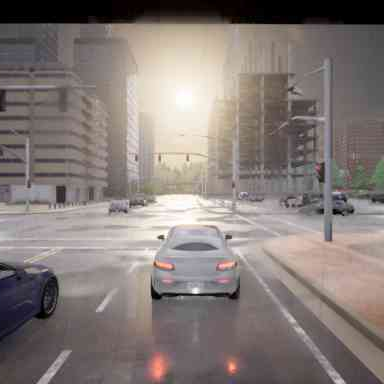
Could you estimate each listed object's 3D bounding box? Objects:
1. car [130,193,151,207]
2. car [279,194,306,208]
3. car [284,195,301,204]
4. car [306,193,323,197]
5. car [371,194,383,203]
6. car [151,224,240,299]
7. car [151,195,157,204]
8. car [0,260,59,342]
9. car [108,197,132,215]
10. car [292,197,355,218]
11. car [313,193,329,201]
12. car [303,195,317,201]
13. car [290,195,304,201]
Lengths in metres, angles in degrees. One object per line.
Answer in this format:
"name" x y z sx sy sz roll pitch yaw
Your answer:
"car" -8.124 1.211 50.624 2.150 2.045 5.566 0 1 0
"car" 13.071 1.152 44.347 1.932 1.855 4.605 0 0 0
"car" 18.591 1.394 61.785 1.970 1.475 3.806 0 0 0
"car" 15.966 1.155 44.306 1.905 1.878 3.866 0 0 0
"car" 35.487 1.152 61.954 1.932 1.855 4.605 0 0 0
"car" 0.072 1.526 8.303 1.812 1.442 4.674 0 0 0
"car" -8.187 1.351 65.693 2.097 1.767 4.553 0 0 0
"car" -3.441 1.526 4.429 1.812 1.442 4.674 0 0 0
"car" -7.583 1.525 34.734 1.812 1.442 4.674 0 0 -7
"car" 12.101 1.489 30.112 4.902 1.511 2.128 0 0 0
"car" 29.867 1.152 76.989 1.932 1.855 4.605 0 0 0
"car" 27.184 1.362 76.926 1.784 1.438 3.905 0 0 0
"car" 24.289 1.394 76.914 1.970 1.475 3.806 0 0 0
